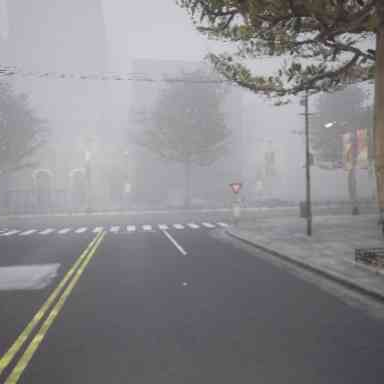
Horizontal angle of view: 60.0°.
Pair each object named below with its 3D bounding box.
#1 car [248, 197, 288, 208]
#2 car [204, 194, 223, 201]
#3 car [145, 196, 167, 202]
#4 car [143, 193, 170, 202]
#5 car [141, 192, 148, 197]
[{"bbox_3d":[9.597,1.336,42.174,4.718,1.301,1.895,-1,0,-10],"label":"car"},{"bbox_3d":[4.841,1.116,68.605,4.674,1.452,2.002,-1,0,-10],"label":"car"},{"bbox_3d":[-8.035,1.522,73.978,4.718,1.301,1.895,-1,0,-10],"label":"car"},{"bbox_3d":[-6.476,1.456,62.475,4.786,1.482,2.161,-1,0,-10],"label":"car"},{"bbox_3d":[-12.004,1.144,92.066,5.566,2.045,2.435,-1,0,-10],"label":"car"}]
